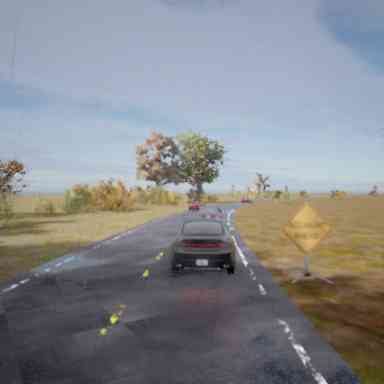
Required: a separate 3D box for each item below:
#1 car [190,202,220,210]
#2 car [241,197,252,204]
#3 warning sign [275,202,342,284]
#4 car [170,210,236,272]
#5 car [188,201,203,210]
[{"bbox_3d":[1.316,1.728,24.844,2.033,1.411,5.357,0,0,6],"label":"car"},{"bbox_3d":[13.354,1.911,81.294,2.097,1.767,4.553,0,0,17],"label":"car"},{"bbox_3d":[2.803,1.179,8.153,1.300,1.860,1.060,0,0,2],"label":"warning sign"},{"bbox_3d":[0.390,1.589,11.063,1.837,1.490,4.892,0,0,3],"label":"car"},{"bbox_3d":[0.692,1.919,44.850,1.895,1.301,4.718,0,0,9],"label":"car"}]
